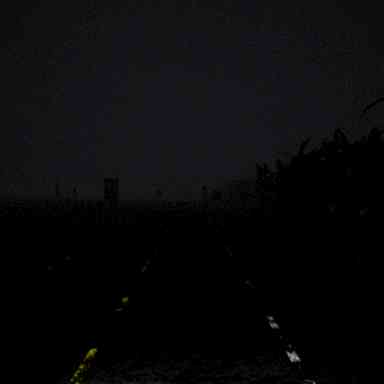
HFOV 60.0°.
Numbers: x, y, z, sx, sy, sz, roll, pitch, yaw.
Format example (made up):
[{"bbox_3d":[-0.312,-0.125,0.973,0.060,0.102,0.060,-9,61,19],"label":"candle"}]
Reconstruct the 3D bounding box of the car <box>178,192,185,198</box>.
[{"bbox_3d":[-2.780,0.809,87.867,2.033,1.411,5.357,0,0,0],"label":"car"}]
